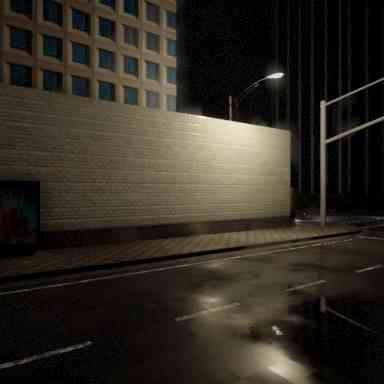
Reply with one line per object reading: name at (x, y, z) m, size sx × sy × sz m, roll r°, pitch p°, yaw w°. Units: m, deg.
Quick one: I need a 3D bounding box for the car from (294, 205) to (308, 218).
car at (8.176, 1.581, 30.012) m, size 1.812 × 1.442 × 4.674 m, roll 0°, pitch 0°, yaw -36°

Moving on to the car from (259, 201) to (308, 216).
car at (9.378, 1.656, 34.337) m, size 1.895 × 1.301 × 4.718 m, roll 0°, pitch 0°, yaw -36°
